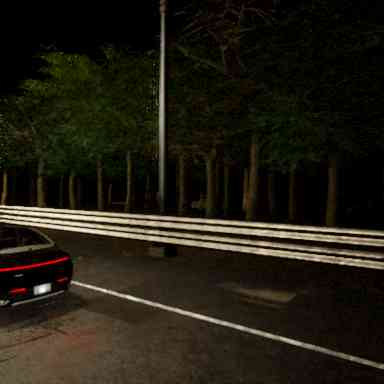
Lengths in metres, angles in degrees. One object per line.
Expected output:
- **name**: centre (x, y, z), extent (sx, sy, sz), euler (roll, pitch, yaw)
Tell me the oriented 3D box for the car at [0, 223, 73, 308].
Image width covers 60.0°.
- **car**: centre (-4.611, 1.445, 7.291), extent (4.892, 1.490, 1.837), euler (1, 0, 36)
